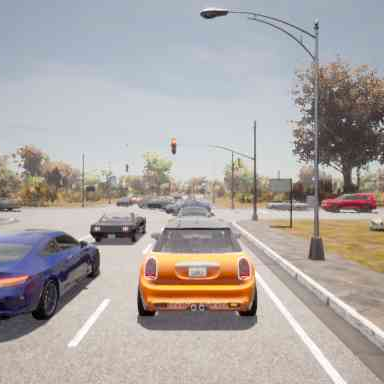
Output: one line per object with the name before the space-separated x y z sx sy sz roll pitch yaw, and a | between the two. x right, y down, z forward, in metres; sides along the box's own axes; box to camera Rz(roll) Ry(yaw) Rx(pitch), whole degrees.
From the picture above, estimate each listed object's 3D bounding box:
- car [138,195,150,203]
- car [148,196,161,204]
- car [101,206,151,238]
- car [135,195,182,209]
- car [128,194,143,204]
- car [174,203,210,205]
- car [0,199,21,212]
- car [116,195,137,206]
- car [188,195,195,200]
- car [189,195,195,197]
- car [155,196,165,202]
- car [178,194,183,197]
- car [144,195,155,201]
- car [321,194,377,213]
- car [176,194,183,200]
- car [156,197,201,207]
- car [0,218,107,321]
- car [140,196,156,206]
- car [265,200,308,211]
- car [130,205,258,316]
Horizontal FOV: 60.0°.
car | -10.561 1.475 72.863 1.882 1.535 5.008 0 0 0
car | -7.103 1.475 63.838 1.882 1.535 5.008 0 0 0
car | -3.414 1.600 16.349 1.895 1.301 4.718 0 0 0
car | -4.050 1.490 40.658 4.902 1.511 2.128 0 0 3
car | -10.608 1.350 62.634 2.097 1.767 4.553 0 0 0
car | 0.086 1.504 16.616 1.837 1.490 4.892 0 0 0
car | -22.622 1.546 38.191 5.357 1.411 2.033 0 0 3
car | -10.643 1.545 53.164 2.033 1.411 5.357 0 0 1
car | -0.034 1.497 95.046 1.837 1.490 4.892 0 0 1
car | -0.014 1.555 71.805 1.994 1.385 4.181 0 0 0
car | -7.062 1.592 73.954 1.895 1.301 4.718 0 0 0
car | -3.567 1.489 84.628 1.837 1.490 4.892 0 0 0
car | -10.568 1.522 83.199 2.128 1.511 4.902 0 0 0
car | 16.931 1.219 35.991 5.566 2.045 2.150 0 0 3
car | -3.535 1.371 95.036 1.812 1.442 4.674 0 0 1
car | -0.615 1.546 34.235 5.357 1.411 2.033 0 0 -29
car | -3.406 1.525 7.191 1.812 1.442 4.674 0 0 0
car | -7.125 1.503 54.360 1.837 1.490 4.892 0 0 1
car | 11.239 1.599 39.872 4.718 1.301 1.895 0 0 5
car | 0.094 1.352 7.658 2.097 1.767 4.553 0 0 0
